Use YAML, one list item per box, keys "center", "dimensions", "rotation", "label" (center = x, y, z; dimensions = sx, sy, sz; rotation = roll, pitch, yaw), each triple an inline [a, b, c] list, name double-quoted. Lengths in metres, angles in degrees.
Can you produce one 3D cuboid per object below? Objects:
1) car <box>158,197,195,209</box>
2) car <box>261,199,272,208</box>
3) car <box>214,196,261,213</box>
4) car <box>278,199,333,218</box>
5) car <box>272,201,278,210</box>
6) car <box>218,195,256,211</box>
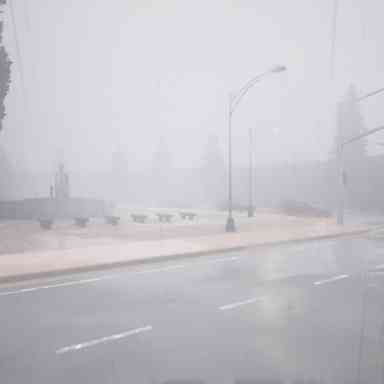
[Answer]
- center: [-2.422, 1.503, 45.466]
  dimensions: [4.892, 1.490, 1.837]
  rotation: [1, 0, 37]
  label: "car"
- center: [9.958, 1.601, 48.608]
  dimensions: [1.895, 1.301, 4.718]
  rotation: [0, 0, -43]
  label: "car"
- center: [4.891, 1.547, 38.153]
  dimensions: [2.033, 1.411, 5.357]
  rotation: [0, 0, -38]
  label: "car"
- center: [10.523, 1.526, 30.440]
  dimensions: [1.812, 1.442, 4.674]
  rotation: [0, 0, -35]
  label: "car"
- center: [11.289, 1.505, 35.304]
  dimensions: [1.837, 1.490, 4.892]
  rotation: [0, 0, -37]
  label: "car"
- center: [5.691, 1.352, 42.460]
  dimensions: [2.097, 1.767, 4.553]
  rotation: [0, 0, -42]
  label: "car"
